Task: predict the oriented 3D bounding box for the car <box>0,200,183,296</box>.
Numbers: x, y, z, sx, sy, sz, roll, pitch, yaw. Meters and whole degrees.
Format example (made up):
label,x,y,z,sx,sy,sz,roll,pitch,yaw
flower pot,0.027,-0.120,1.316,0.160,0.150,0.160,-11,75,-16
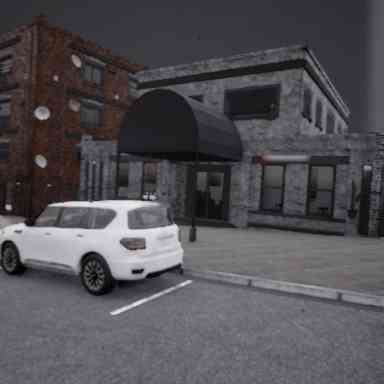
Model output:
label,x,y,z,sx,sy,sz,roll,pitch,yaw
car,-2.871,1.242,8.920,5.566,2.045,2.435,0,0,32
